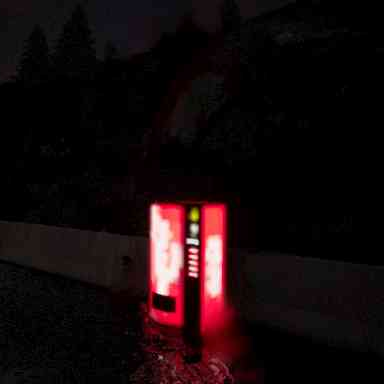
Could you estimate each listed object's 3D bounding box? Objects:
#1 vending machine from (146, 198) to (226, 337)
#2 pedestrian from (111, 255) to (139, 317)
[{"bbox_3d":[-0.081,1.163,5.770,0.880,2.100,1.100,1,0,35],"label":"vending machine"},{"bbox_3d":[-1.176,1.630,6.050,0.500,1.100,0.500,1,0,35],"label":"pedestrian"}]
